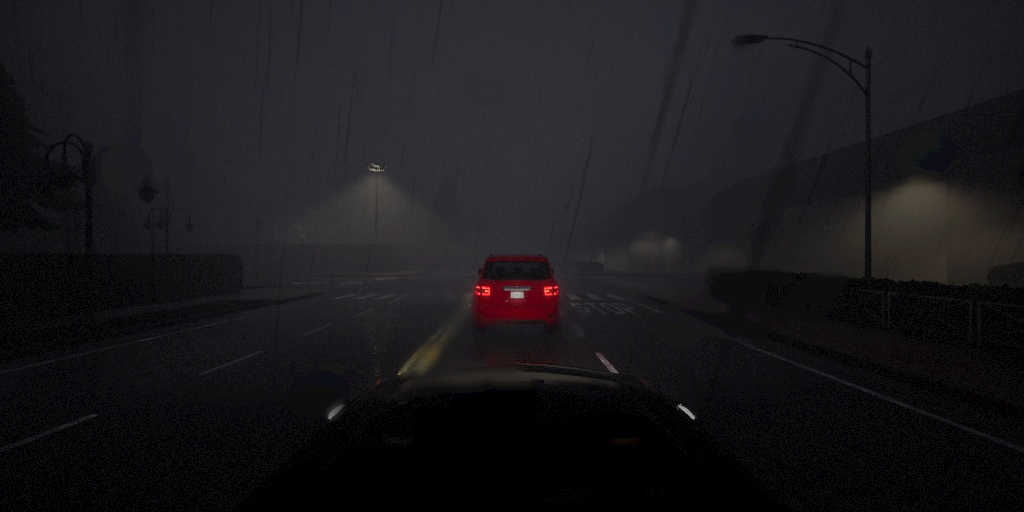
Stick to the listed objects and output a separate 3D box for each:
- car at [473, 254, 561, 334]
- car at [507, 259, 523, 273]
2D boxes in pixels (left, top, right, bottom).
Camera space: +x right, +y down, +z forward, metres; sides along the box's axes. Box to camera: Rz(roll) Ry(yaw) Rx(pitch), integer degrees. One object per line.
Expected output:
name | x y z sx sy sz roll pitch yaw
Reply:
car | 0.123 0.971 10.771 2.150 2.045 5.566 0 0 0
car | 0.362 1.228 45.623 1.882 1.535 5.008 0 0 1
